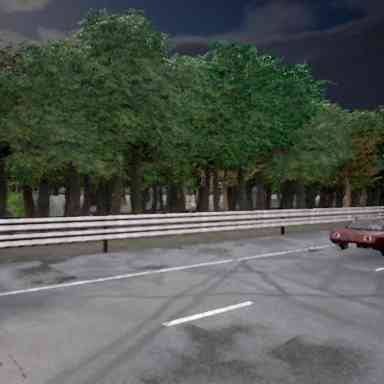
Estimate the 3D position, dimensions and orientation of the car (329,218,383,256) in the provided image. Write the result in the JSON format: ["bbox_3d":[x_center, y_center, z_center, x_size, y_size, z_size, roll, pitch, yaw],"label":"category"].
[{"bbox_3d":[7.822,1.734,13.749,4.718,1.301,1.895,1,0,-35],"label":"car"}]
